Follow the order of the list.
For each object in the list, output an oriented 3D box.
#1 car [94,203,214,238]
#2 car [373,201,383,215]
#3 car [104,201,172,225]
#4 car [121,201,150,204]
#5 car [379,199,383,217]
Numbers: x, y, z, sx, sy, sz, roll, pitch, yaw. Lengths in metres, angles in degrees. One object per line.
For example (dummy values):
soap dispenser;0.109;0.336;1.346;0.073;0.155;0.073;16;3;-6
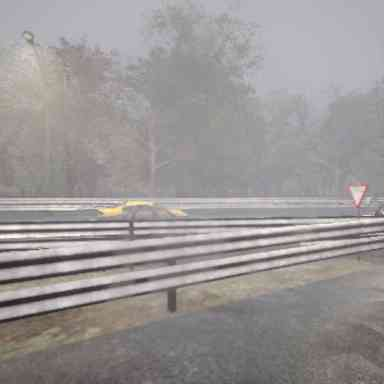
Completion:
car;-1.742;1.410;15.092;5.357;1.411;2.033;0;1;-15
car;12.737;1.257;18.999;4.553;1.767;2.097;0;1;-15
car;-3.583;1.305;21.845;4.181;1.385;1.994;0;1;-15
car;-2.647;1.280;18.472;5.008;1.535;1.882;0;1;-15
car;18.708;1.358;27.861;5.357;1.411;2.033;0;1;-15
